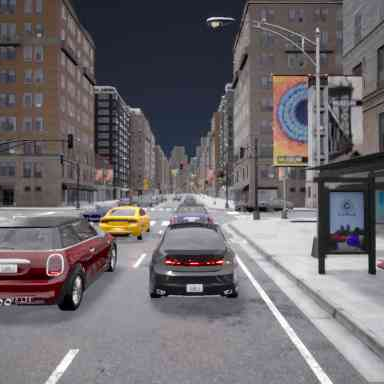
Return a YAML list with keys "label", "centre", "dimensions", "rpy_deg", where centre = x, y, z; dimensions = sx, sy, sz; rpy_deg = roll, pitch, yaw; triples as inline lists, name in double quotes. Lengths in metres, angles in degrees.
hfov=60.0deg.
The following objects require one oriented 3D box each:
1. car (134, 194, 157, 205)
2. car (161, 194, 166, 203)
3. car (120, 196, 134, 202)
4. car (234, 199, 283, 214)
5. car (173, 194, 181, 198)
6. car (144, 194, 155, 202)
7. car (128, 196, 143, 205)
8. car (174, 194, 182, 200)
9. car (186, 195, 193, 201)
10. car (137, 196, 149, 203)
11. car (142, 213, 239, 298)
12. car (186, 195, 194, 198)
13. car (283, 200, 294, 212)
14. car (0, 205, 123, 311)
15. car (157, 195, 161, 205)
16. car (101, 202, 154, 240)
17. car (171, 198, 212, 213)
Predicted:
- label: "car"
  centre: [-6.940, 1.373, 50.335]
  dimensions: [2.097, 1.767, 4.553]
  rpy_deg: [0, 0, 0]
- label: "car"
  centre: [-6.968, 1.586, 68.919]
  dimensions: [1.994, 1.385, 4.181]
  rpy_deg: [0, 0, 0]
- label: "car"
  centre: [-10.197, 1.585, 51.362]
  dimensions: [1.994, 1.385, 4.181]
  rpy_deg: [0, 0, 0]
- label: "car"
  centre: [6.862, 1.670, 35.628]
  dimensions: [4.718, 1.301, 1.895]
  rpy_deg: [0, -1, -3]
- label: "car"
  centre: [-3.804, 1.607, 82.001]
  dimensions: [1.895, 1.301, 4.718]
  rpy_deg: [0, 0, 0]
- label: "car"
  centre: [-10.295, 1.375, 80.544]
  dimensions: [2.097, 1.767, 4.553]
  rpy_deg: [0, 0, 0]
- label: "car"
  centre: [-10.230, 1.526, 60.182]
  dimensions: [1.837, 1.490, 4.892]
  rpy_deg: [0, 0, 0]
- label: "car"
  centre: [-3.870, 1.368, 91.973]
  dimensions: [2.128, 1.511, 4.902]
  rpy_deg: [0, 0, 0]
- label: "car"
  centre: [-0.604, 1.491, 89.493]
  dimensions: [1.882, 1.535, 5.008]
  rpy_deg: [0, 0, 0]
- label: "car"
  centre: [-10.227, 1.617, 70.230]
  dimensions: [1.895, 1.301, 4.718]
  rpy_deg: [0, 0, 0]
- label: "car"
  centre: [0.024, 1.508, 8.497]
  dimensions: [1.837, 1.490, 4.892]
  rpy_deg: [0, 0, -1]
- label: "car"
  centre: [-0.302, 1.513, 54.367]
  dimensions: [2.128, 1.511, 4.902]
  rpy_deg: [0, 0, 0]
- label: "car"
  centre: [9.427, 1.614, 39.043]
  dimensions: [4.902, 1.511, 2.128]
  rpy_deg: [0, -1, 0]
- label: "car"
  centre: [-3.220, 1.355, 7.927]
  dimensions: [2.097, 1.767, 4.553]
  rpy_deg: [0, 0, -1]
- label: "car"
  centre: [-6.986, 1.547, 58.911]
  dimensions: [1.812, 1.442, 4.674]
  rpy_deg: [0, 0, 0]
- label: "car"
  centre: [-3.279, 1.485, 17.055]
  dimensions: [1.882, 1.535, 5.008]
  rpy_deg: [0, 0, -1]
- label: "car"
  centre: [-0.033, 1.360, 17.433]
  dimensions: [2.097, 1.767, 4.553]
  rpy_deg: [0, 0, 0]
